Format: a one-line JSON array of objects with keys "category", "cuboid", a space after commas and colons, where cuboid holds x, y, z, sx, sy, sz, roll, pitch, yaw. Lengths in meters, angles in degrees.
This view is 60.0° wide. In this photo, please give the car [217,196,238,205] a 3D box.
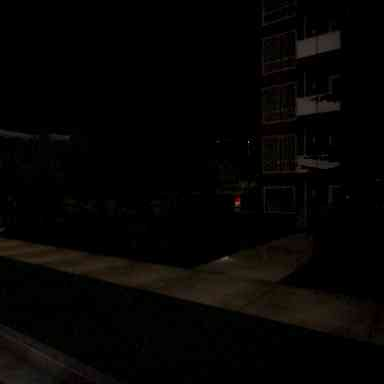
[{"category": "car", "cuboid": [6.474, 1.513, 60.134, 1.812, 1.442, 4.674, 0, 0, 36]}]

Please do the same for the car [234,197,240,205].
[{"category": "car", "cuboid": [9.307, 1.467, 58.079, 1.882, 1.535, 5.008, 0, 0, 36]}]
